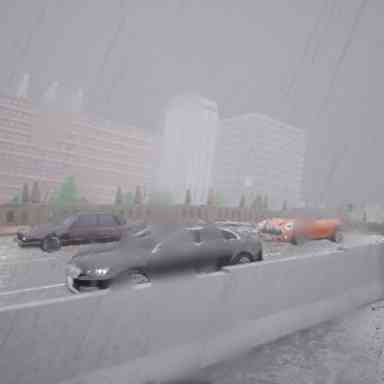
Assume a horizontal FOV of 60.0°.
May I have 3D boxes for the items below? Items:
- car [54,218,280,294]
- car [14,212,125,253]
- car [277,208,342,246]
[{"bbox_3d":[-0.414,1.492,7.998,4.902,1.511,2.128,0,0,-36],"label":"car"},{"bbox_3d":[-4.291,1.548,13.832,5.357,1.411,2.033,0,0,-36],"label":"car"},{"bbox_3d":[5.377,1.592,16.432,4.553,1.767,2.097,3,-2,-35],"label":"car"}]
